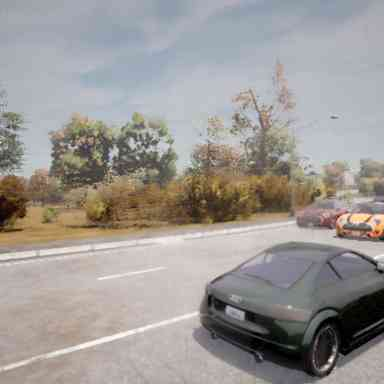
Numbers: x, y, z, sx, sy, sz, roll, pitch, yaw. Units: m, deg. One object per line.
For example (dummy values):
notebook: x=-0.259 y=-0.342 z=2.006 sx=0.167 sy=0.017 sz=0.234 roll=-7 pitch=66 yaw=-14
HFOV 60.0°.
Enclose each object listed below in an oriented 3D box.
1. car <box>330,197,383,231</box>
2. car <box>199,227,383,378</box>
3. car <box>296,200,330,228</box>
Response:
car: x=8.990 y=1.312 z=16.584 sx=4.553 sy=1.767 sz=2.097 roll=0 pitch=0 yaw=-45
car: x=2.147 y=1.557 z=5.620 sx=4.181 sy=1.385 sz=1.994 roll=0 pitch=0 yaw=-38
car: x=8.400 y=1.311 z=20.927 sx=2.097 sy=1.767 sz=4.553 roll=0 pitch=0 yaw=43
